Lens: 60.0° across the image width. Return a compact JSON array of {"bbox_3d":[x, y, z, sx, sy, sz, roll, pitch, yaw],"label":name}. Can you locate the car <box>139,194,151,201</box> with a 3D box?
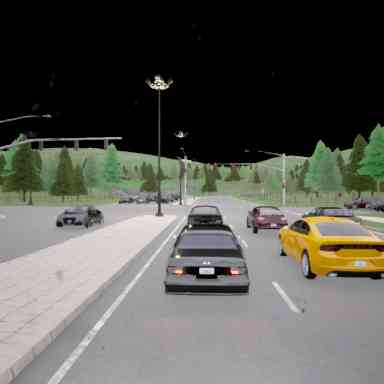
[{"bbox_3d":[-11.727,1.355,82.789,2.097,1.767,4.553,0,0,2],"label":"car"}]

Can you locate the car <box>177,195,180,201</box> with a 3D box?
[{"bbox_3d":[-4.710,1.225,83.062,2.150,2.045,5.566,0,0,2],"label":"car"}]

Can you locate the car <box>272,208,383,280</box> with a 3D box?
[{"bbox_3d":[3.941,1.478,10.032,1.882,1.535,5.008,0,0,3],"label":"car"}]

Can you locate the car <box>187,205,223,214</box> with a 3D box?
[{"bbox_3d":[0.741,1.478,18.647,1.882,1.535,5.008,0,0,3],"label":"car"}]

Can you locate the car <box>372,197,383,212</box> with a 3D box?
[{"bbox_3d":[22.420,1.547,34.883,5.357,1.411,2.033,0,0,3],"label":"car"}]

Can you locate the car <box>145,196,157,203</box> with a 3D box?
[{"bbox_3d":[-8.690,1.552,71.189,1.994,1.385,4.181,0,0,2],"label":"car"}]

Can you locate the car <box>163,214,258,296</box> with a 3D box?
[{"bbox_3d":[0.385,1.547,8.827,2.033,1.411,5.357,0,0,2],"label":"car"}]

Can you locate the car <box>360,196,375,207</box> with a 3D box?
[{"bbox_3d":[22.686,1.491,38.374,4.902,1.511,2.128,0,0,3],"label":"car"}]

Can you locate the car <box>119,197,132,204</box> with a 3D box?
[{"bbox_3d":[-12.544,1.564,63.482,1.994,1.385,4.181,0,0,3],"label":"car"}]

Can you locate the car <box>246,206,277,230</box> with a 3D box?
[{"bbox_3d":[4.275,1.526,19.251,1.812,1.442,4.674,0,0,3],"label":"car"}]

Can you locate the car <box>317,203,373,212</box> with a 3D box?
[{"bbox_3d":[7.760,1.547,18.865,2.033,1.411,5.357,0,0,3],"label":"car"}]

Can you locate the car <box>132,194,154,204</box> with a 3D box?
[{"bbox_3d":[-9.107,1.491,62.338,2.128,1.511,4.902,0,0,3],"label":"car"}]

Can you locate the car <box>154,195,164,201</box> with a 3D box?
[{"bbox_3d":[-8.205,1.552,83.276,1.994,1.385,4.181,0,0,2],"label":"car"}]

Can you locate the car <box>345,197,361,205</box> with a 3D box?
[{"bbox_3d":[21.600,1.352,41.936,4.553,1.767,2.097,0,0,3],"label":"car"}]

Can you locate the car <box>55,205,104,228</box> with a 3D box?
[{"bbox_3d":[-7.269,1.564,21.882,1.994,1.385,4.181,0,0,2],"label":"car"}]

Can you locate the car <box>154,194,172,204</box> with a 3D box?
[{"bbox_3d":[-5.546,1.600,63.446,1.895,1.301,4.718,0,0,3],"label":"car"}]

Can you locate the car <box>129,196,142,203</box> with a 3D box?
[{"bbox_3d":[-12.156,1.524,72.102,1.812,1.442,4.674,0,0,2],"label":"car"}]

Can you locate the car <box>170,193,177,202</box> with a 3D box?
[{"bbox_3d":[-5.140,1.355,72.380,2.097,1.767,4.553,0,0,2],"label":"car"}]
